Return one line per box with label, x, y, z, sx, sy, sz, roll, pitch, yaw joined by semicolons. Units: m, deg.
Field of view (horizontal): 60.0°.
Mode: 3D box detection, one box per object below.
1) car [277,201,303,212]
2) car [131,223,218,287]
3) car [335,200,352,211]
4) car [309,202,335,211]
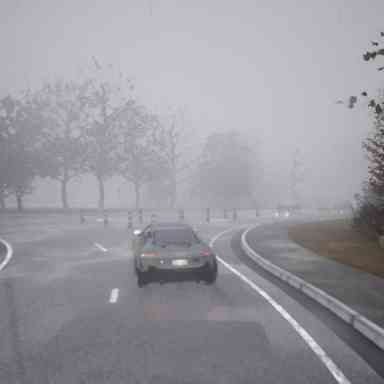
car;13.859;2.004;46.877;1.882;1.535;5.008;0;-2;43
car;-0.677;1.566;9.503;1.994;1.385;4.181;0;0;-12
car;28.121;2.494;62.121;2.150;2.045;5.566;0;-2;43
car;20.872;2.384;54.361;2.128;1.511;4.902;0;-2;43
